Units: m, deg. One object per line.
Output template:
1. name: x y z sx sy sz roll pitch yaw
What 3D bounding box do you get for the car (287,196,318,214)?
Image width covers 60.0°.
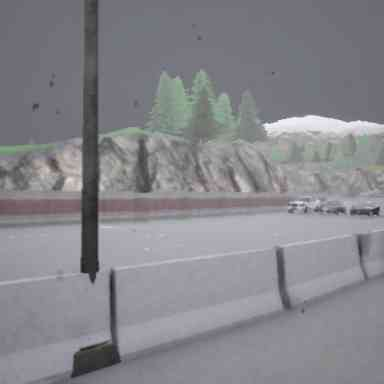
1. car: 13.341 1.475 39.493 2.150 2.045 5.566 0 0 41

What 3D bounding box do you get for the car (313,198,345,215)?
1. car: 15.638 1.747 36.848 2.128 1.511 4.902 0 0 41

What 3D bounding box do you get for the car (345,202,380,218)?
1. car: 17.653 1.728 33.848 1.882 1.535 5.008 0 -1 42
